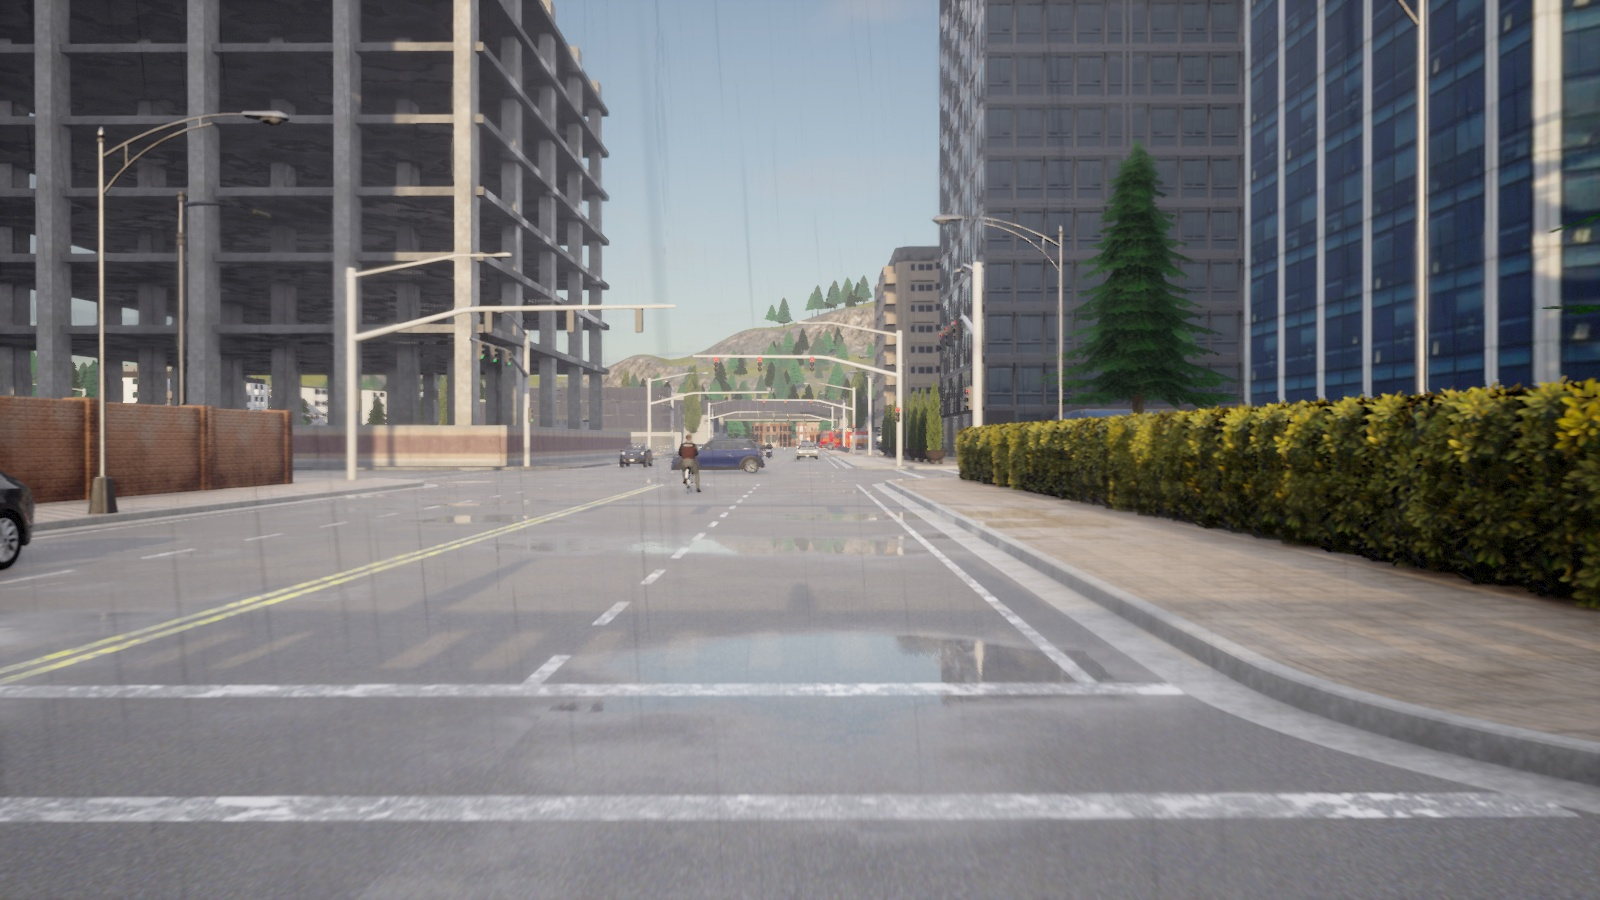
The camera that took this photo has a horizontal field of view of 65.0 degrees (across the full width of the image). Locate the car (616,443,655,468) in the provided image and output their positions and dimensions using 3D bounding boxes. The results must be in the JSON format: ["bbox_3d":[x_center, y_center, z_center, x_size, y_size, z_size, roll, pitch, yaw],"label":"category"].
[{"bbox_3d":[-10.042,0.301,76.863,1.845,1.501,3.633,0,0,0],"label":"car"}]

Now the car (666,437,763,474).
[{"bbox_3d":[-4.057,0.249,60.377,4.553,1.767,2.097,0,0,-1],"label":"car"}]

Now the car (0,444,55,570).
[{"bbox_3d":[-10.408,0.687,13.533,1.837,1.490,4.892,0,0,0],"label":"car"}]
